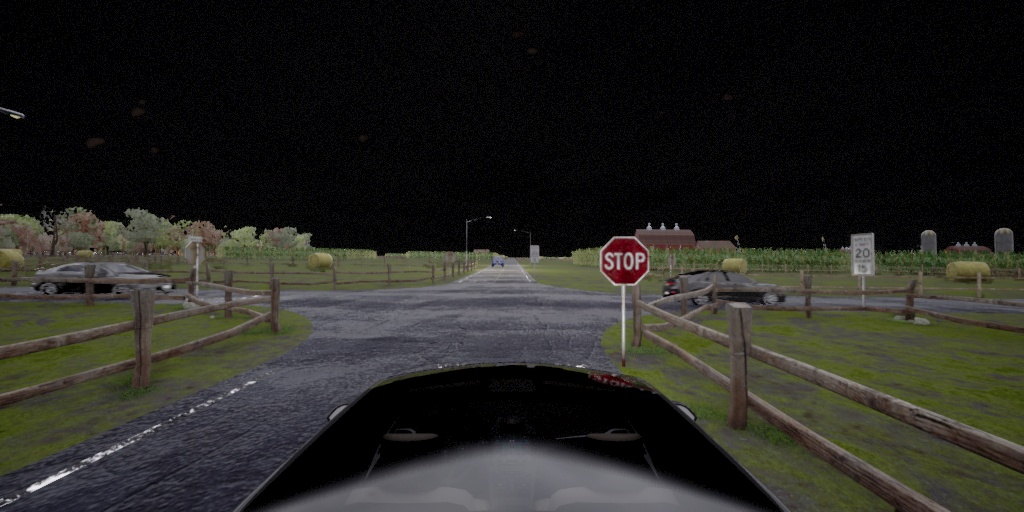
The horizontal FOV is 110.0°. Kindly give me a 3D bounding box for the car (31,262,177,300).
[{"bbox_3d":[-17.249,1.022,15.341,4.902,1.511,2.128,1,-1,-1],"label":"car"}]

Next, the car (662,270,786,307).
[{"bbox_3d":[9.136,1.385,15.602,4.892,1.490,1.837,1,-1,-1],"label":"car"}]
